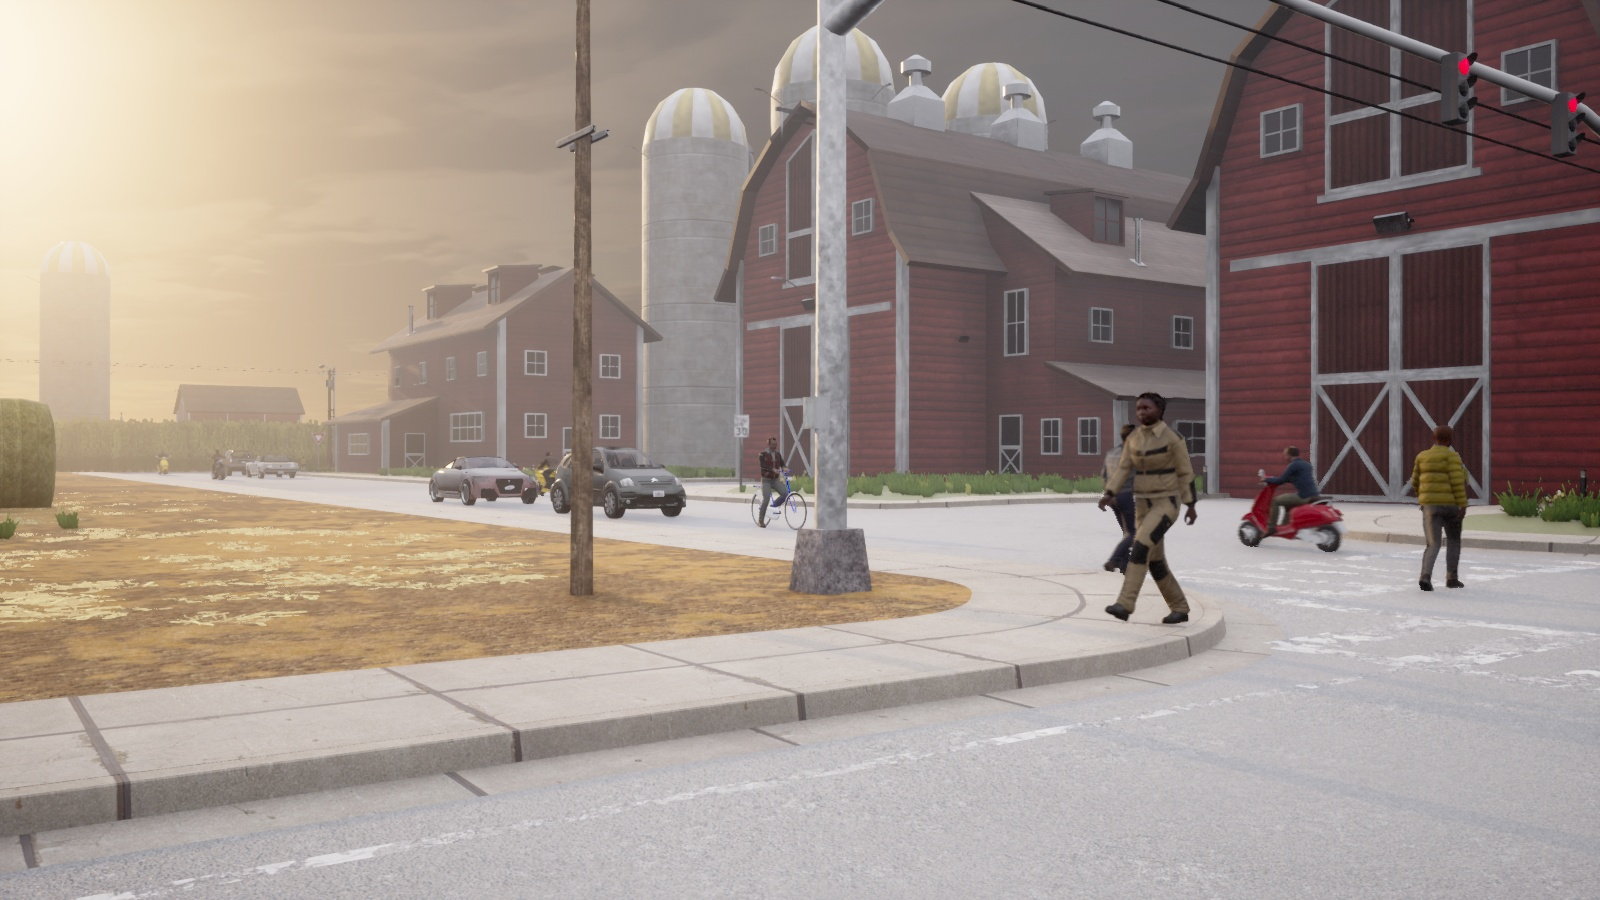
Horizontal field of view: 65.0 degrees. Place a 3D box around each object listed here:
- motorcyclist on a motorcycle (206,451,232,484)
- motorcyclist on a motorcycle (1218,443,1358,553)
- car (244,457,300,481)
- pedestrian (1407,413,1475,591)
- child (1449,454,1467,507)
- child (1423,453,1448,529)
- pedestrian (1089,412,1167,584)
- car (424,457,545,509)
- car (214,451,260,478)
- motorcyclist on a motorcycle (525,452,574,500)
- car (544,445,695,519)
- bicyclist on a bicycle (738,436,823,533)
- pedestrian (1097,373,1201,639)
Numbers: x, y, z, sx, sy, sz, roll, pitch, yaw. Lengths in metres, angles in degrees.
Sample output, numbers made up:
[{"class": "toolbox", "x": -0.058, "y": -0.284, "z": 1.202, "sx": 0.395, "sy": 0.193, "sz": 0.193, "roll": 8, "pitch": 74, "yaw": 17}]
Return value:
[{"class": "motorcyclist on a motorcycle", "x": -30.136, "y": 0.892, "z": 65.129, "sx": 0.766, "sy": 1.649, "sz": 2.350, "roll": 0, "pitch": 0, "yaw": -36}, {"class": "motorcyclist on a motorcycle", "x": 7.430, "y": 0.703, "z": 19.181, "sx": 0.866, "sy": 1.590, "sz": 1.817, "roll": 0, "pitch": 0, "yaw": -36}, {"class": "car", "x": -29.672, "y": 1.054, "z": 70.457, "sx": 1.895, "sy": 1.301, "sz": 4.718, "roll": 0, "pitch": 0, "yaw": -36}, {"class": "pedestrian", "x": 6.817, "y": 0.538, "z": 13.342, "sx": 0.726, "sy": 1.835, "sz": 0.370, "roll": 0, "pitch": 0, "yaw": -39}, {"class": "child", "x": 14.773, "y": 0.677, "z": 28.193, "sx": 0.299, "sy": 1.160, "sz": 0.473, "roll": 0, "pitch": 0, "yaw": 36}, {"class": "child", "x": 10.640, "y": 0.684, "z": 21.022, "sx": 0.270, "sy": 1.263, "sz": 0.437, "roll": 0, "pitch": 0, "yaw": 11}, {"class": "pedestrian", "x": 3.818, "y": 0.546, "z": 14.604, "sx": 0.788, "sy": 1.949, "sz": 0.423, "roll": 0, "pitch": 0, "yaw": -26}, {"class": "car", "x": -9.124, "y": 0.890, "z": 36.096, "sx": 1.994, "sy": 1.385, "sz": 4.181, "roll": 0, "pitch": 0, "yaw": -36}, {"class": "car", "x": -34.760, "y": 0.880, "z": 77.491, "sx": 1.851, "sy": 1.617, "sz": 3.988, "roll": 0, "pitch": 0, "yaw": -36}, {"class": "motorcyclist on a motorcycle", "x": -8.128, "y": 0.813, "z": 40.683, "sx": 0.797, "sy": 1.523, "sz": 2.044, "roll": 0, "pitch": 0, "yaw": -36}, {"class": "car", "x": -4.279, "y": 0.697, "z": 29.392, "sx": 1.851, "sy": 1.617, "sz": 3.988, "roll": 0, "pitch": 0, "yaw": -36}, {"class": "bicyclist on a bicycle", "x": -0.399, "y": 0.641, "z": 24.027, "sx": 0.659, "sy": 1.776, "sz": 1.843, "roll": -1, "pitch": 0, "yaw": -36}, {"class": "pedestrian", "x": 2.629, "y": 0.408, "z": 9.462, "sx": 0.692, "sy": 1.930, "sz": 0.396, "roll": 0, "pitch": 0, "yaw": -34}]
